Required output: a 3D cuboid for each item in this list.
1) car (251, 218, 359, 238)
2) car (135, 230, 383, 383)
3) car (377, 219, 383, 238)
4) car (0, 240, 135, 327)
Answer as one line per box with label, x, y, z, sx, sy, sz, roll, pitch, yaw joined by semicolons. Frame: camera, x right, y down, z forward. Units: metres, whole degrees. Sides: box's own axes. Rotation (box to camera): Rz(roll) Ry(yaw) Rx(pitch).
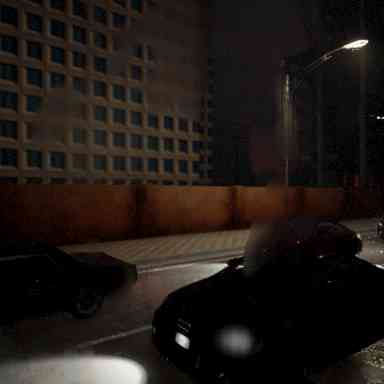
car;3.745;1.563;10.950;4.181;1.385;1.994;0;0;-35
car;1.512;1.564;5.067;4.181;1.385;1.994;0;0;-35
car;10.764;1.490;15.925;4.902;1.511;2.128;0;0;-35
car;-3.463;1.601;5.820;4.718;1.301;1.895;0;0;-35
